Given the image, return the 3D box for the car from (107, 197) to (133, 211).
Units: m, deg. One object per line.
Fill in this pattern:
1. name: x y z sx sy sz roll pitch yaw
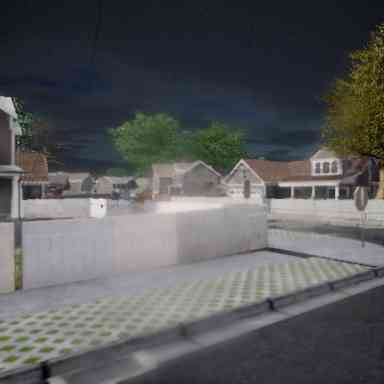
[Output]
1. car: -8.612 1.369 39.495 1.837 1.490 4.892 0 0 -32
